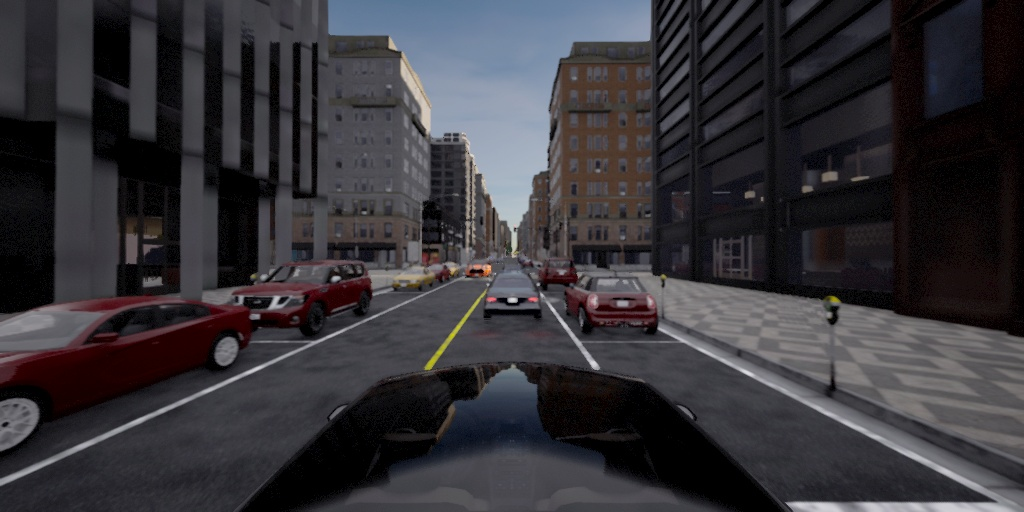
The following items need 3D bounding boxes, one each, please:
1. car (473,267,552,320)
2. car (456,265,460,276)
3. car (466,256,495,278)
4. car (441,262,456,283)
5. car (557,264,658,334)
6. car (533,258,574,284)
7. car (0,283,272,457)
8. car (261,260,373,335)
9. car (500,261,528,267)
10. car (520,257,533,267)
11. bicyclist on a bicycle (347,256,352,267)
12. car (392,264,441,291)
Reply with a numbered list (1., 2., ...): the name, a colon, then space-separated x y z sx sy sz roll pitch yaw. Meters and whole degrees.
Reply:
1. car: 0.037 1.279 12.522 2.033 1.411 5.357 0 0 1
2. car: -5.828 1.222 32.970 1.751 1.417 4.829 0 0 0
3. car: -3.014 1.048 33.214 2.097 1.767 4.553 0 0 1
4. car: -5.833 1.251 27.515 1.888 1.381 4.507 0 0 0
5. car: 2.678 1.174 10.625 1.967 1.591 4.097 0 0 0
6. car: 2.688 1.030 21.874 2.192 1.841 5.009 0 0 0
7. car: -5.853 1.289 5.016 1.888 1.381 4.507 0 0 0
8. car: -5.848 1.049 10.641 2.192 1.841 5.009 0 0 0
9. car: 0.066 1.304 29.090 1.895 1.301 4.718 0 0 1
10. car: 2.723 1.234 60.142 1.802 1.307 4.207 0 0 0
11. bicyclist on a bicycle: -22.967 0.818 50.614 0.582 1.620 1.656 0 0 0
12. car: -5.838 1.241 21.721 1.751 1.417 4.829 0 0 0
